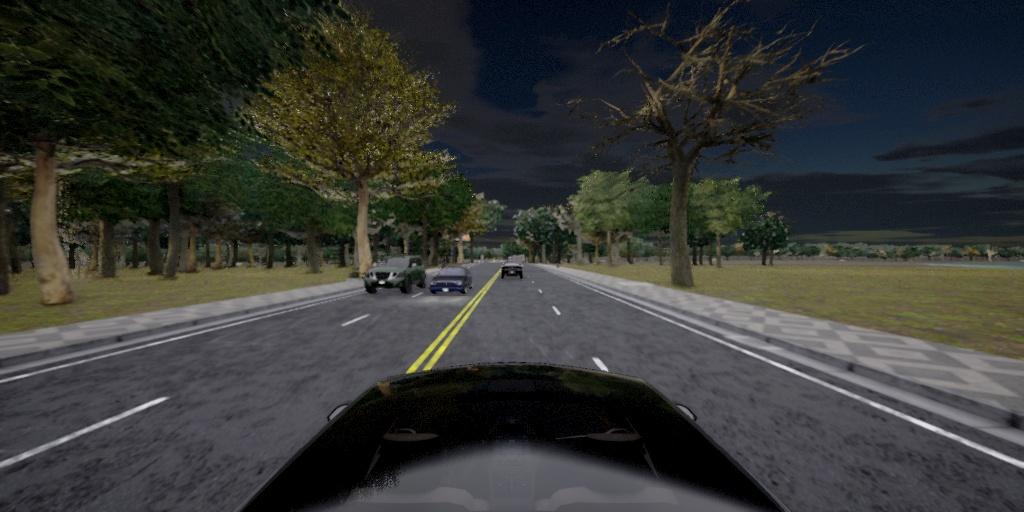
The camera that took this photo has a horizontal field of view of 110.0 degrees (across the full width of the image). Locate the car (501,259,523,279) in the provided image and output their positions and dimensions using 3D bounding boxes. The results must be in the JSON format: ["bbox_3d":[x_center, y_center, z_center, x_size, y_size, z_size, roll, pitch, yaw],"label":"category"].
[{"bbox_3d":[-0.001,1.262,33.774,1.882,1.535,5.008,0,0,0],"label":"car"}]

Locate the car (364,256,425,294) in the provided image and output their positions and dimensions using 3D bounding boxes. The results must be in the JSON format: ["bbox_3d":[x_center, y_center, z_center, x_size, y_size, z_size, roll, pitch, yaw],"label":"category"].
[{"bbox_3d":[-6.511,0.988,20.727,2.150,2.045,5.566,0,0,0],"label":"car"}]

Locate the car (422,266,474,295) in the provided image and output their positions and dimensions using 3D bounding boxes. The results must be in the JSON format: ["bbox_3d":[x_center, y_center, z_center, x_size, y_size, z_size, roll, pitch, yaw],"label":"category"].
[{"bbox_3d":[-3.265,1.309,20.378,2.033,1.411,5.357,0,0,0],"label":"car"}]
